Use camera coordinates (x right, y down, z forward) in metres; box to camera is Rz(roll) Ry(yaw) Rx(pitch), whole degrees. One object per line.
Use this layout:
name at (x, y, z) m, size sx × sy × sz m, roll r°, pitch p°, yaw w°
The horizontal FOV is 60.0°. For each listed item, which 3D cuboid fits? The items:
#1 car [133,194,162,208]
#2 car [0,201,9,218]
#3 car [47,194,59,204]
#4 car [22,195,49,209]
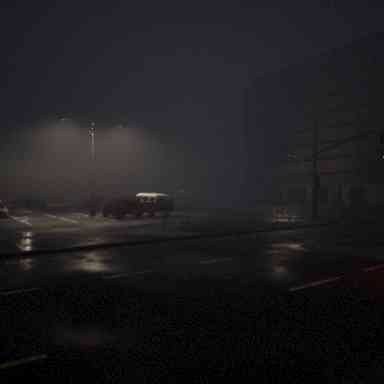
car at (-8.003, 1.621, 59.831) m, size 2.033 × 1.411 × 5.357 m, roll 0°, pitch 0°, yaw -35°
car at (-16.376, 1.453, 27.556) m, size 1.970 × 1.475 × 3.806 m, roll 0°, pitch 0°, yaw -35°
car at (-25.773, 1.218, 60.694) m, size 1.932 × 1.855 × 4.605 m, roll 0°, pitch 0°, yaw -35°
car at (-20.341, 1.457, 43.228) m, size 1.970 × 1.475 × 3.806 m, roll 0°, pitch 0°, yaw -35°
